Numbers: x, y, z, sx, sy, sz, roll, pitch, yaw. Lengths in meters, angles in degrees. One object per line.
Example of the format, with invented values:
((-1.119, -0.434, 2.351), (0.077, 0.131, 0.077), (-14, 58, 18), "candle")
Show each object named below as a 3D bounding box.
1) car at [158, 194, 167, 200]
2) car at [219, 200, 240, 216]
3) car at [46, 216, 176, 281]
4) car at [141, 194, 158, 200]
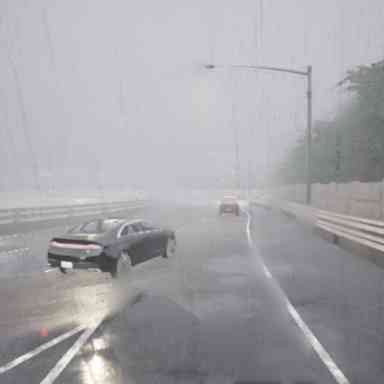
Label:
((-8.492, 1.419, 92.416), (2.128, 1.511, 4.902), (0, 0, -26), "car")
((3.754, 1.518, 33.458), (1.882, 1.535, 5.008), (1, 0, 8), "car")
((-2.071, 1.479, 9.996), (2.128, 1.511, 4.902), (0, 0, 20), "car")
((-11.665, 1.430, 90.940), (1.994, 1.385, 4.181), (0, 0, -26), "car")
